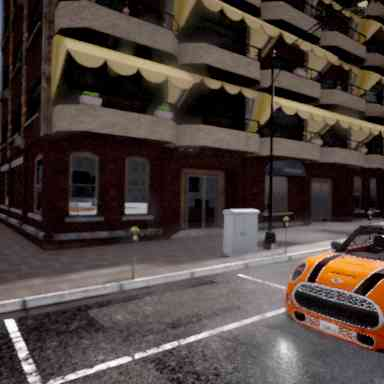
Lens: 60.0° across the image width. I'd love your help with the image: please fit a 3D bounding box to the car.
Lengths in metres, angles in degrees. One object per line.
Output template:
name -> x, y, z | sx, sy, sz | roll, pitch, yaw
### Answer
car -> 3.796, 1.356, 6.086 | 4.553, 1.767, 2.097 | 0, 0, -36
